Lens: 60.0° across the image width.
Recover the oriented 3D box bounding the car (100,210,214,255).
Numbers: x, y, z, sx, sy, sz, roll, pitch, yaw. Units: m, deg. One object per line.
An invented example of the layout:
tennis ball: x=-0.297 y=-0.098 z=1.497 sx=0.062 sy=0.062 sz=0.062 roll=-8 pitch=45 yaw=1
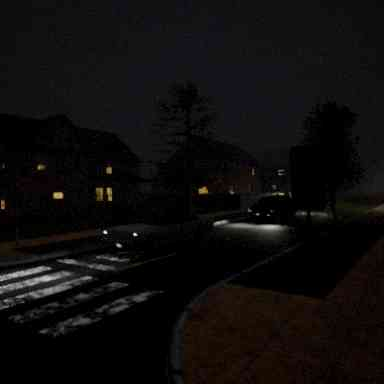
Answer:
car: x=-1.157 y=1.400 z=12.768 sx=1.895 sy=1.301 sz=4.718 roll=-1 pitch=1 yaw=36

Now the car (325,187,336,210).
car: x=11.514 y=0.465 z=30.387 sx=2.150 sy=2.045 sz=5.566 roll=-1 pitch=1 yaw=36

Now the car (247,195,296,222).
car: x=5.302 y=1.020 z=21.750 sx=1.837 sy=1.490 sz=4.892 roll=-1 pitch=1 yaw=36
